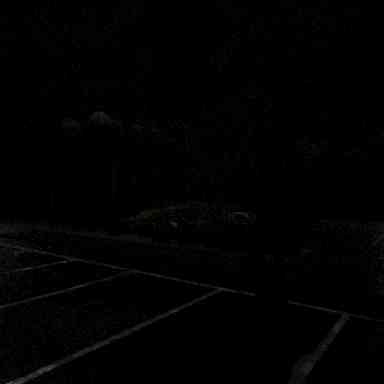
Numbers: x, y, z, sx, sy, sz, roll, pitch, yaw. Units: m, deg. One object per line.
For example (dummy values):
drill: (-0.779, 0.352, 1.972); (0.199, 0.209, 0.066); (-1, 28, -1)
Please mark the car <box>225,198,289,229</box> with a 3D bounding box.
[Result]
car: (3.682, 1.262, 18.304); (1.932, 1.855, 4.605); (0, 0, 36)
